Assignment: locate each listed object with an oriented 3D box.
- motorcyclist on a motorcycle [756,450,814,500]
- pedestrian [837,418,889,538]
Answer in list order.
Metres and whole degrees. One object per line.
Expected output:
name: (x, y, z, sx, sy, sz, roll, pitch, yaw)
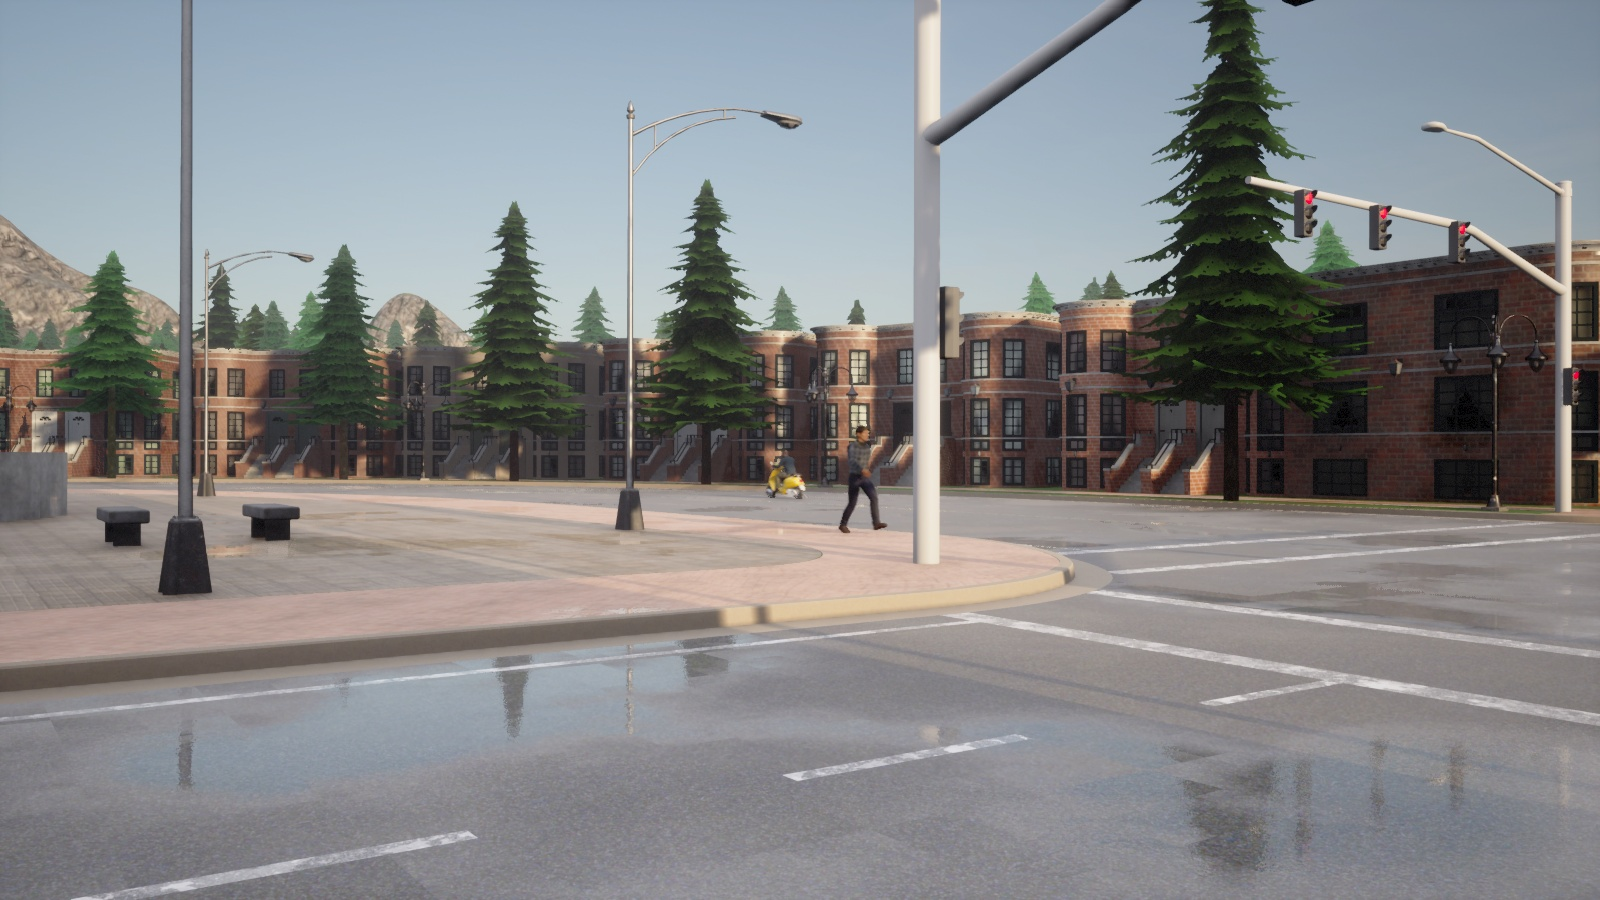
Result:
motorcyclist on a motorcycle: (-0.502, 0.799, 40.633, 0.866, 1.590, 1.817, 0, 0, -43)
pedestrian: (1.038, 0.452, 20.744, 0.423, 1.949, 0.788, 0, 0, -42)
